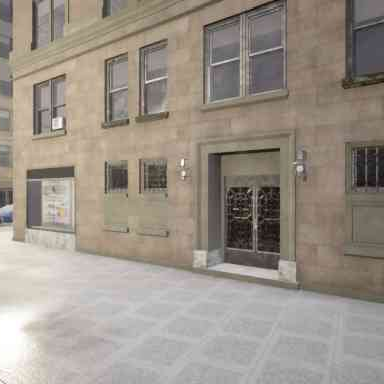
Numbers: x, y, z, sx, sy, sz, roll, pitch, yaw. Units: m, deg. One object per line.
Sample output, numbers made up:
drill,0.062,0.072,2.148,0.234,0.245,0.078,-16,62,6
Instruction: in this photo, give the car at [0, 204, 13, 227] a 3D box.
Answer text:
car,-11.884,1.512,23.025,2.033,1.411,5.357,0,0,39
